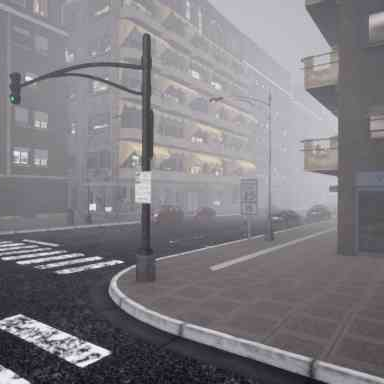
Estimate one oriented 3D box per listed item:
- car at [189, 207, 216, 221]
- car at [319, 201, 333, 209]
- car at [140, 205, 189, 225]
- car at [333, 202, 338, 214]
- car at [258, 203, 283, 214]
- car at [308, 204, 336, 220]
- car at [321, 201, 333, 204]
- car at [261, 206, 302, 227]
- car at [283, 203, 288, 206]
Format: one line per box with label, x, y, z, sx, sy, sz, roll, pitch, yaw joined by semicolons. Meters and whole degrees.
car;0.829;2.063;32.220;1.802;1.307;4.206;-1;-1;35
car;29.934;2.821;74.187;1.967;1.590;4.097;-1;-1;35
car;-2.409;1.821;27.563;1.967;1.590;4.097;-1;-1;35
car;20.704;2.458;46.257;1.752;1.417;4.829;-1;-2;35
car;10.541;2.326;46.201;1.887;1.381;4.507;-1;-1;35
car;14.131;2.295;36.796;1.947;1.339;4.313;-1;-2;35
car;17.967;2.423;46.775;1.812;1.442;4.674;0;-1;35
car;7.655;2.095;27.476;1.947;1.339;4.313;-1;-2;35
car;13.682;2.404;50.722;1.752;1.417;4.829;-1;-1;35
